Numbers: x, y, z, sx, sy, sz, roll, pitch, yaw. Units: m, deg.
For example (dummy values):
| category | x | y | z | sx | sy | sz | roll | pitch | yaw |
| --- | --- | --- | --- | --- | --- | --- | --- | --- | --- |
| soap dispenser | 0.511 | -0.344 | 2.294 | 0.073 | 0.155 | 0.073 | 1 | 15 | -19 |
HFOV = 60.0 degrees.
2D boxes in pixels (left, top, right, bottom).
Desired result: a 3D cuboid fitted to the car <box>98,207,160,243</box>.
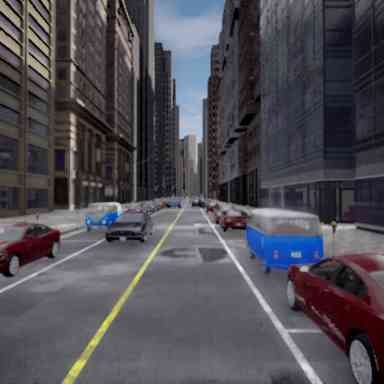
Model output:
| category | x | y | z | sx | sy | sz | roll | pitch | yaw |
| --- | --- | --- | --- | --- | --- | --- | --- | --- | --- |
| car | -3.096 | 1.750 | 17.559 | 2.033 | 1.411 | 5.357 | 0 | -1 | 0 |

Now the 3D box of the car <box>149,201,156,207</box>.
| category | x | y | z | sx | sy | sz | roll | pitch | yaw |
| --- | --- | --- | --- | --- | --- | --- | --- | --- | --- |
| car | -5.752 | 2.011 | 38.705 | 1.947 | 1.339 | 4.313 | 0 | -1 | 0 |

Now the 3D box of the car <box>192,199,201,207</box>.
| category | x | y | z | sx | sy | sz | roll | pitch | yaw |
| --- | --- | --- | --- | --- | --- | --- | --- | --- | --- |
| car | 0.855 | 2.325 | 70.974 | 1.837 | 1.490 | 4.892 | 0 | -1 | 0 |

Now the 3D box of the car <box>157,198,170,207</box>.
| category | x | y | z | sx | sy | sz | roll | pitch | yaw |
| --- | --- | --- | --- | --- | --- | --- | --- | --- | --- |
| car | -5.746 | 2.084 | 66.715 | 2.192 | 1.841 | 5.009 | 0 | -1 | 0 |

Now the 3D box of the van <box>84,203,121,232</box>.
| category | x | y | z | sx | sy | sz | roll | pitch | yaw |
| --- | --- | --- | --- | --- | --- | --- | --- | --- | --- |
| van | -5.754 | 1.594 | 21.904 | 1.690 | 1.788 | 3.998 | 0 | -1 | 0 |

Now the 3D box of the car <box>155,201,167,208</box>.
| category | x | y | z | sx | sy | sz | roll | pitch | yaw |
| --- | --- | --- | --- | --- | --- | --- | --- | --- | --- |
| car | -5.748 | 2.285 | 61.110 | 1.802 | 1.307 | 4.206 | 0 | -1 | 0 |

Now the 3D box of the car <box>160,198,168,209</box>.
| category | x | y | z | sx | sy | sz | roll | pitch | yaw |
| --- | --- | --- | --- | --- | --- | --- | --- | --- | --- |
| car | -5.748 | 1.954 | 55.513 | 2.192 | 1.841 | 5.009 | 0 | -1 | 0 |

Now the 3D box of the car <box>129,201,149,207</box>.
| category | x | y | z | sx | sy | sz | roll | pitch | yaw |
| --- | --- | --- | --- | --- | --- | --- | --- | --- | --- |
| car | -5.752 | 1.821 | 33.106 | 1.967 | 1.590 | 4.097 | 0 | -1 | 0 |

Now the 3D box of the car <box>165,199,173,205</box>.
| category | x | y | z | sx | sy | sz | roll | pitch | yaw |
| --- | --- | --- | --- | --- | --- | --- | --- | --- | --- |
| car | -5.743 | 2.493 | 83.346 | 1.752 | 1.417 | 4.829 | 0 | -1 | 0 |

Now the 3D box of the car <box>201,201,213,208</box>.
| category | x | y | z | sx | sy | sz | roll | pitch | yaw |
| --- | --- | --- | --- | --- | --- | --- | --- | --- | --- |
| car | 2.778 | 2.269 | 61.122 | 1.947 | 1.339 | 4.313 | 0 | -1 | 0 |

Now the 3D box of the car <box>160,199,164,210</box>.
| category | x | y | z | sx | sy | sz | roll | pitch | yaw |
| --- | --- | --- | --- | --- | --- | --- | --- | --- | --- |
| car | -5.750 | 2.140 | 49.908 | 1.947 | 1.339 | 4.313 | 0 | -1 | 0 |

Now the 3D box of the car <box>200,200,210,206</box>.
| category | x | y | z | sx | sy | sz | roll | pitch | yaw |
| --- | --- | --- | --- | --- | --- | --- | --- | --- | --- |
| car | 2.780 | 2.386 | 72.325 | 2.008 | 1.369 | 4.403 | 0 | -1 | 0 |

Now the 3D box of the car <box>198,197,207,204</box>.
| category | x | y | z | sx | sy | sz | roll | pitch | yaw |
| --- | --- | --- | --- | --- | --- | --- | --- | --- | --- |
| car | 2.783 | 2.353 | 89.133 | 2.192 | 1.841 | 5.009 | 0 | -1 | 0 |

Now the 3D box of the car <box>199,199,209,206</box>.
| category | x | y | z | sx | sy | sz | roll | pitch | yaw |
| --- | --- | --- | --- | --- | --- | --- | --- | --- | --- |
| car | 2.781 | 2.343 | 77.929 | 1.967 | 1.590 | 4.097 | 0 | -1 | 0 |

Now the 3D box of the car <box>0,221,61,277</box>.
| category | x | y | z | sx | sy | sz | roll | pitch | yaw |
| --- | --- | --- | --- | --- | --- | --- | --- | --- | --- |
| car | -5.757 | 1.669 | 10.699 | 1.887 | 1.381 | 4.507 | 0 | -1 | 0 |

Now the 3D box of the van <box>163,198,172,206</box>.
| category | x | y | z | sx | sy | sz | roll | pitch | yaw |
| --- | --- | --- | --- | --- | --- | --- | --- | --- | --- |
| van | -5.744 | 2.244 | 77.917 | 1.690 | 1.788 | 3.998 | 0 | -1 | 0 |

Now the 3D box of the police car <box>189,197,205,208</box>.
| category | x | y | z | sx | sy | sz | roll | pitch | yaw |
| --- | --- | --- | --- | --- | --- | --- | --- | --- | --- |
| police car | 0.872 | 2.129 | 61.082 | 1.930 | 1.638 | 5.238 | 0 | -1 | 0 |

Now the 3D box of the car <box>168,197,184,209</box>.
| category | x | y | z | sx | sy | sz | roll | pitch | yaw |
| --- | --- | --- | --- | --- | --- | --- | --- | --- | --- |
| car | -3.044 | 1.888 | 57.989 | 2.150 | 2.045 | 5.566 | 0 | -1 | 1 |

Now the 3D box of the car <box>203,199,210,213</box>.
| category | x | y | z | sx | sy | sz | roll | pitch | yaw |
| --- | --- | --- | --- | --- | --- | --- | --- | --- | --- |
| car | 2.775 | 2.054 | 44.317 | 1.887 | 1.381 | 4.507 | 0 | -1 | 0 |

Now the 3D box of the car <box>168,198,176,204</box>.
| category | x | y | z | sx | sy | sz | roll | pitch | yaw |
| --- | --- | --- | --- | --- | --- | --- | --- | --- | --- |
| car | -5.741 | 2.546 | 94.721 | 1.967 | 1.590 | 4.097 | 0 | -1 | 0 |

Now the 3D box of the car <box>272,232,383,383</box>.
| category | x | y | z | sx | sy | sz | roll | pitch | yaw |
| --- | --- | --- | --- | --- | --- | --- | --- | --- | --- |
| car | 2.767 | 1.605 | 5.104 | 1.887 | 1.381 | 4.507 | 0 | -1 | 0 |

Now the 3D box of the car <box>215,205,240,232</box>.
| category | x | y | z | sx | sy | sz | roll | pitch | yaw |
| --- | --- | --- | --- | --- | --- | --- | --- | --- | --- |
| car | 2.770 | 1.797 | 21.910 | 1.887 | 1.381 | 4.507 | 0 | -1 | 0 |

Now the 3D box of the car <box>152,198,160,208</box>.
| category | x | y | z | sx | sy | sz | roll | pitch | yaw |
| --- | --- | --- | --- | --- | --- | --- | --- | --- | --- |
| car | -5.750 | 1.950 | 44.308 | 1.967 | 1.590 | 4.097 | 0 | -1 | 0 |

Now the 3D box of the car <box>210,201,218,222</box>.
| category | x | y | z | sx | sy | sz | roll | pitch | yaw |
| --- | --- | --- | --- | --- | --- | --- | --- | --- | --- |
| car | 2.772 | 1.757 | 27.513 | 1.967 | 1.590 | 4.097 | 0 | -1 | 0 |

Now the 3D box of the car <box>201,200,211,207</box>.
| category | x | y | z | sx | sy | sz | roll | pitch | yaw |
| --- | --- | --- | --- | --- | --- | --- | --- | --- | --- |
| car | 2.778 | 2.335 | 66.724 | 1.947 | 1.339 | 4.313 | 0 | -1 | 0 |

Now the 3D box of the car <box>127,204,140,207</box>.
| category | x | y | z | sx | sy | sz | roll | pitch | yaw |
| --- | --- | --- | --- | --- | --- | --- | --- | --- | --- |
| car | -5.754 | 1.899 | 27.502 | 1.802 | 1.307 | 4.206 | 0 | -1 | 0 |

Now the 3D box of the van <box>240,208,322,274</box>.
| category | x | y | z | sx | sy | sz | roll | pitch | yaw |
| --- | --- | --- | --- | --- | --- | --- | --- | --- | --- |
| van | 2.769 | 1.465 | 10.708 | 1.690 | 1.788 | 3.998 | 0 | -1 | 0 |

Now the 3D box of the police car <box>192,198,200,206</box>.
| category | x | y | z | sx | sy | sz | roll | pitch | yaw |
| --- | --- | --- | --- | --- | --- | --- | --- | --- | --- |
| police car | 0.915 | 2.318 | 77.084 | 1.930 | 1.638 | 5.238 | 0 | -1 | 0 |
